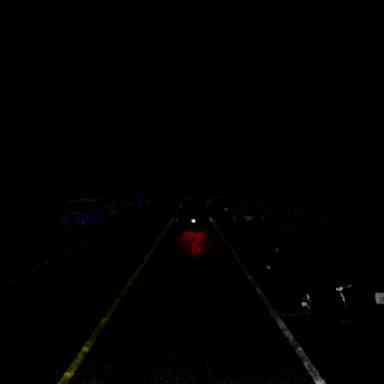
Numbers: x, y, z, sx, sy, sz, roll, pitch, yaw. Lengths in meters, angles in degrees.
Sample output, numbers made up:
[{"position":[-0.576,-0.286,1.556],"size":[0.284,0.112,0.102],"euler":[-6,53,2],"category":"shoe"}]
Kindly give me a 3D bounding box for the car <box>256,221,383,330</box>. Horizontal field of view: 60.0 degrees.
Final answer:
[{"position":[2.757,1.529,6.785],"size":[1.947,1.339,4.313],"euler":[0,0,0],"category":"car"}]

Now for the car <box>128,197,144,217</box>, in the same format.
[{"position":[-5.778,1.397,29.318],"size":[2.008,1.369,4.403],"euler":[0,0,0],"category":"car"}]

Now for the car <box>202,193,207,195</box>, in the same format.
[{"position":[2.734,1.291,57.511],"size":[1.802,1.307,4.206],"euler":[0,0,0],"category":"car"}]

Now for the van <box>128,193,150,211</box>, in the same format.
[{"position":[-5.781,1.159,34.954],"size":[1.690,1.788,3.998],"euler":[0,0,0],"category":"van"}]

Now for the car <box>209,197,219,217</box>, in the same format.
[{"position":[2.747,1.412,29.329],"size":[1.947,1.339,4.313],"euler":[0,0,0],"category":"car"}]

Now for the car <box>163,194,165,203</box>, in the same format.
[{"position":[-5.788,1.302,51.865],"size":[1.947,1.339,4.313],"euler":[0,0,0],"category":"car"}]

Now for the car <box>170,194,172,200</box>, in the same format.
[{"position":[-5.796,1.239,68.775],"size":[1.802,1.307,4.206],"euler":[0,0,0],"category":"car"}]

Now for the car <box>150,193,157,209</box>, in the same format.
[{"position":[-5.784,1.231,40.591],"size":[1.967,1.590,4.097],"euler":[0,0,0],"category":"car"}]

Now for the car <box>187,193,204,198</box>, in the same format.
[{"position":[0.083,1.272,39.906],"size":[1.882,1.535,5.008],"euler":[0,0,0],"category":"car"}]

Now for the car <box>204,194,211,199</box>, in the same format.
[{"position":[2.739,1.346,46.239],"size":[1.802,1.307,4.206],"euler":[0,0,0],"category":"car"}]

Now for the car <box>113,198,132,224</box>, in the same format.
[{"position":[-5.775,1.401,23.513],"size":[1.752,1.417,4.829],"euler":[0,0,0],"category":"car"}]

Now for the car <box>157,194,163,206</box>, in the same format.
[{"position":[-5.787,1.079,46.228],"size":[2.192,1.841,5.009],"euler":[0,0,0],"category":"car"}]

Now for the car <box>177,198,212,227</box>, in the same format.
[{"position":[0.091,1.391,21.606],"size":[1.837,1.490,4.892],"euler":[0,0,0],"category":"car"}]

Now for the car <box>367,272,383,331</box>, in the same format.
[{"position":[2.760,1.538,1.149],"size":[1.887,1.381,4.507],"euler":[0,0,0],"category":"car"}]

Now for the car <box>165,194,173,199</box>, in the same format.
[{"position":[-5.803,1.167,85.685],"size":[1.802,1.307,4.206],"euler":[0,0,0],"category":"car"}]

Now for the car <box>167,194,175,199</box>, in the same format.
[{"position":[-5.806,1.129,91.321],"size":[1.947,1.339,4.313],"euler":[0,0,0],"category":"car"}]

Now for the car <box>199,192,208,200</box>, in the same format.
[{"position":[2.723,0.924,80.054],"size":[2.192,1.841,5.009],"euler":[0,0,0],"category":"car"}]

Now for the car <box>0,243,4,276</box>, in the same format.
[{"position":[-5.768,1.403,6.772],"size":[1.967,1.590,4.097],"euler":[0,0,0],"category":"car"}]

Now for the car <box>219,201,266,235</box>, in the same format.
[{"position":[2.752,1.344,18.056],"size":[1.967,1.590,4.097],"euler":[0,0,0],"category":"car"}]

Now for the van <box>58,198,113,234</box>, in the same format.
[{"position":[-5.774,1.245,18.045],"size":[1.690,1.788,3.998],"euler":[0,0,0],"category":"van"}]

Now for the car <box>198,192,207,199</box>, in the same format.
[{"position":[2.720,0.901,85.690],"size":[2.192,1.841,5.009],"euler":[0,0,0],"category":"car"}]

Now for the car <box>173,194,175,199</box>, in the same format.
[{"position":[-5.801,1.135,79.878],"size":[1.752,1.417,4.829],"euler":[0,0,0],"category":"car"}]

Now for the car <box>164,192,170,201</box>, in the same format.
[{"position":[-5.793,1.233,63.138],"size":[2.008,1.369,4.403],"euler":[0,0,0],"category":"car"}]

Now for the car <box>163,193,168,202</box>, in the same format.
[{"position":[-5.791,1.275,57.502],"size":[1.947,1.339,4.313],"euler":[0,0,0],"category":"car"}]
